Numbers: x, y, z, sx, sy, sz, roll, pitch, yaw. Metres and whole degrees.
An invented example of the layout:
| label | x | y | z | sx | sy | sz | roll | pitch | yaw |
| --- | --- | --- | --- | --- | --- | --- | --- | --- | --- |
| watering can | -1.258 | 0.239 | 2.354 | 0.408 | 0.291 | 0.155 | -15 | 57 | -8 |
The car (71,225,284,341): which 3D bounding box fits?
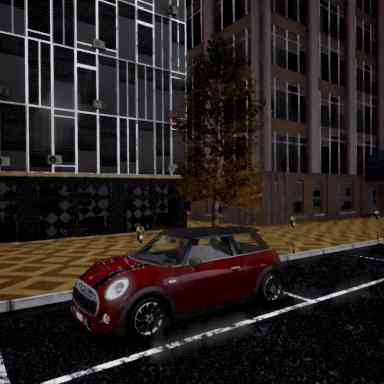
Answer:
| label | x | y | z | sx | sy | sz | roll | pitch | yaw |
| --- | --- | --- | --- | --- | --- | --- | --- | --- | --- |
| car | -0.156 | 1.439 | 6.429 | 4.097 | 1.590 | 1.967 | 0 | -1 | -35 |
